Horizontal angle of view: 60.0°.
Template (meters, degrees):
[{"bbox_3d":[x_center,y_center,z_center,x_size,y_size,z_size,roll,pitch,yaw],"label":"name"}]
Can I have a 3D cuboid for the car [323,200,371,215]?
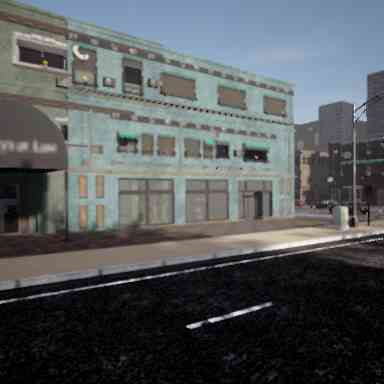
[{"bbox_3d":[17.203,1.846,36.401,1.947,1.339,4.313,-1,0,-35],"label":"car"}]

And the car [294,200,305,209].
[{"bbox_3d":[16.067,1.943,52.637,1.802,1.307,4.206,-1,0,-35],"label":"car"}]

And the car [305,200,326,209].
[{"bbox_3d":[19.280,1.849,48.130,2.008,1.369,4.403,-1,0,-35],"label":"car"}]
